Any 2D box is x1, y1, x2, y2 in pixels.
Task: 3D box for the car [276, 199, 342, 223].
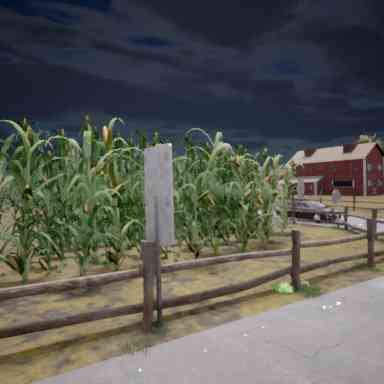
[{"bbox_3d":[8.382,1.339,24.215,1.837,1.490,4.892,-2,2,-34],"label":"car"}]
